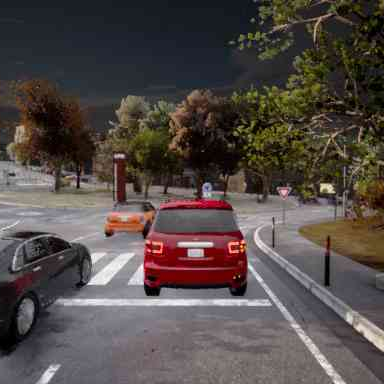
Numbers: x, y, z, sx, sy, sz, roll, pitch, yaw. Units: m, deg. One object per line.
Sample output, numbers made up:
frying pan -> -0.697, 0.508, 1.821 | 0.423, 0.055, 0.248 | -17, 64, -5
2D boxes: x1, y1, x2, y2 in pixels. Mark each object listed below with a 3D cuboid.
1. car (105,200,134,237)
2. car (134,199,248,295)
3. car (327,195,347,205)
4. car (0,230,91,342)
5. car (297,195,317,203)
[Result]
car -> -2.831, 1.257, 17.448 | 2.097, 1.767, 4.553 | 0, 1, 7
car -> 0.067, 1.197, 8.792 | 2.150, 2.045, 5.566 | 0, 0, 0
car -> 20.535, 1.086, 47.166 | 2.033, 1.411, 5.357 | 0, 2, 12
car -> -3.420, 1.493, 6.410 | 1.837, 1.490, 4.892 | 0, 0, 0
car -> 17.776, 0.757, 51.512 | 2.097, 1.767, 4.553 | 0, 2, 6
